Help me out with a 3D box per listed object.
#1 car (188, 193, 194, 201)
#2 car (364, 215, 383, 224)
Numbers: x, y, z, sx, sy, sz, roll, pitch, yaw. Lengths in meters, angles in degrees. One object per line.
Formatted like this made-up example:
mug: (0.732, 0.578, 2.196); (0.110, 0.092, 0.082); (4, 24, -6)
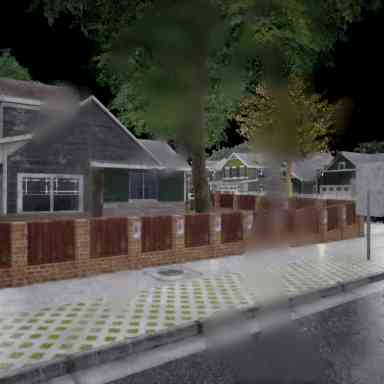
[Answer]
car: (0.027, 0.892, 39.779); (1.812, 1.442, 4.674); (0, 1, -32)
car: (10.994, 1.371, 22.268); (1.895, 1.301, 4.718); (0, 1, -32)
